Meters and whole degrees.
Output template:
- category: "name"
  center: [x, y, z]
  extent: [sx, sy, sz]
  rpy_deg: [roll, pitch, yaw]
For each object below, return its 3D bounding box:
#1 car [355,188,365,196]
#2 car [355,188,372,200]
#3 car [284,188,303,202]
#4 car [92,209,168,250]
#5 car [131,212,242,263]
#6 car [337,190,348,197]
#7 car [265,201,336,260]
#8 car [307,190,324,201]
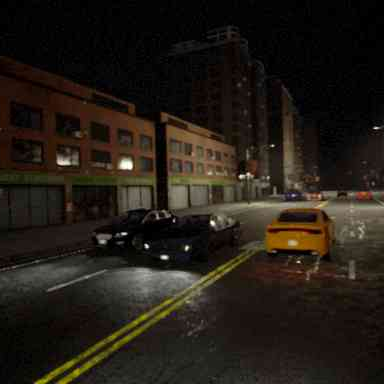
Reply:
- category: "car"
  center: [36.169, -0.072, 71.644]
  extent: [1.882, 1.535, 5.008]
  rpy_deg: [-2, 0, 26]
- category: "car"
  center: [25.914, 0.252, 50.138]
  extent: [2.097, 1.767, 4.553]
  rpy_deg: [-2, 0, 26]
- category: "car"
  center: [15.982, 0.455, 52.263]
  extent: [2.150, 2.045, 5.566]
  rpy_deg: [-2, 0, 26]
- category: "car"
  center: [-2.230, 1.514, 14.407]
  extent: [2.128, 1.511, 4.902]
  rpy_deg: [-2, 0, 26]
- category: "car"
  center: [0.312, 1.491, 12.201]
  extent: [2.033, 1.411, 5.357]
  rpy_deg: [-2, 0, 26]
- category: "car"
  center: [29.272, 0.315, 64.773]
  extent: [1.895, 1.301, 4.718]
  rpy_deg: [-2, 0, 26]
- category: "car"
  center: [3.989, 1.297, 11.892]
  extent: [1.882, 1.535, 5.008]
  rpy_deg: [-2, 0, 26]
- category: "car"
  center: [18.761, 0.498, 50.531]
  extent: [2.097, 1.767, 4.553]
  rpy_deg: [-2, 0, 26]
